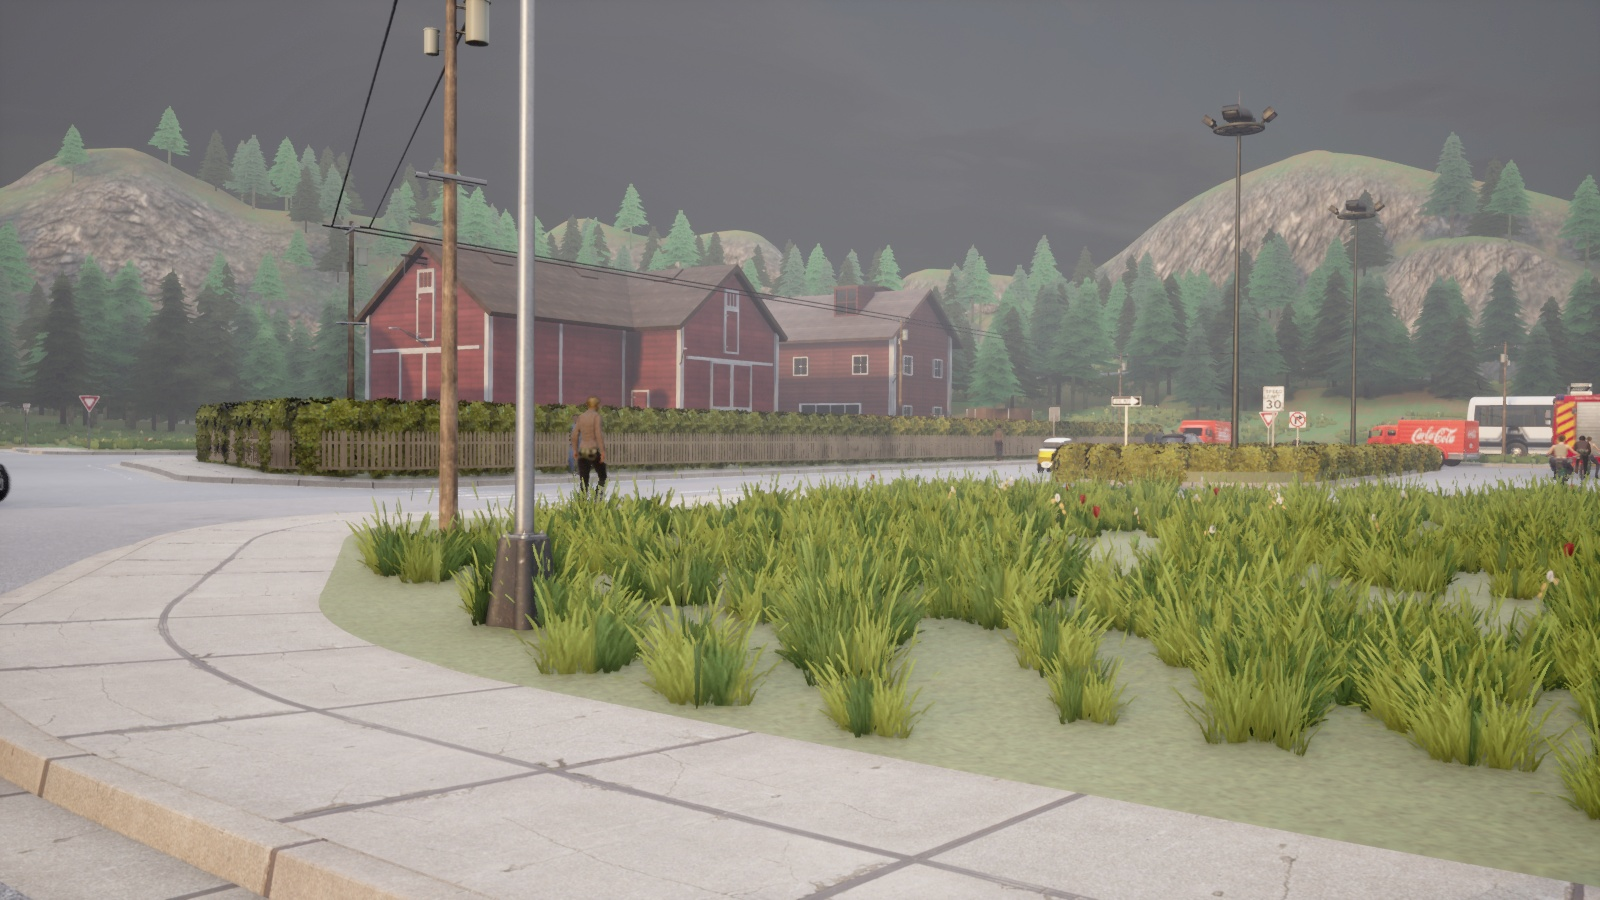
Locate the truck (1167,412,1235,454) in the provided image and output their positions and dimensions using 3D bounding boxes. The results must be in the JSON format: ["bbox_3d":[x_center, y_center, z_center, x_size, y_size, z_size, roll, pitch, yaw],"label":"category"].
[{"bbox_3d":[24.680,-1.032,77.214,2.627,2.467,5.204,0,1,34],"label":"truck"}]

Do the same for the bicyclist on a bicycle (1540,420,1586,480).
[{"bbox_3d":[21.066,0.004,34.665,0.866,1.612,1.509,-1,0,39],"label":"bicyclist on a bicycle"}]

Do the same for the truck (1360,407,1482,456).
[{"bbox_3d":[33.079,-0.969,66.972,2.627,2.467,5.204,-1,1,-43],"label":"truck"}]

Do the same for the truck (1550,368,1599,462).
[{"bbox_3d":[34.606,-1.498,55.069,2.891,3.827,8.468,0,1,30],"label":"truck"}]

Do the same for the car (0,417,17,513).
[{"bbox_3d":[-16.184,0.262,22.375,5.027,1.651,2.152,0,1,38],"label":"car"}]

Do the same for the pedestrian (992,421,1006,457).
[{"bbox_3d":[9.847,-0.550,62.103,0.328,1.805,0.869,0,1,32],"label":"pedestrian"}]

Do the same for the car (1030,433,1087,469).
[{"bbox_3d":[10.130,0.024,49.138,1.481,1.376,2.207,0,1,34],"label":"car"}]

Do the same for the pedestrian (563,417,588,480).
[{"bbox_3d":[-6.563,-0.055,36.725,0.354,1.836,0.706,0,1,28],"label":"pedestrian"}]

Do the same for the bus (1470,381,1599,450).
[{"bbox_3d":[48.731,-2.179,79.994,10.273,4.253,3.944,0,1,34],"label":"bus"}]

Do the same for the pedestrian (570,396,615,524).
[{"bbox_3d":[-3.041,0.137,18.427,0.331,1.846,0.634,0,1,27],"label":"pedestrian"}]

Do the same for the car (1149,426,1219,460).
[{"bbox_3d":[19.231,-0.370,62.760,2.033,1.649,4.856,0,1,34],"label":"car"}]
